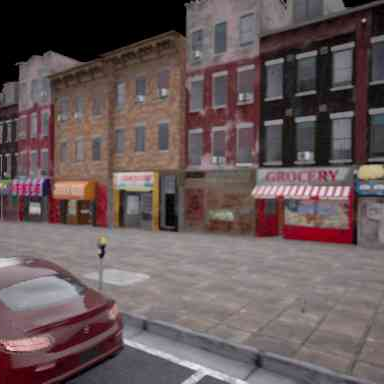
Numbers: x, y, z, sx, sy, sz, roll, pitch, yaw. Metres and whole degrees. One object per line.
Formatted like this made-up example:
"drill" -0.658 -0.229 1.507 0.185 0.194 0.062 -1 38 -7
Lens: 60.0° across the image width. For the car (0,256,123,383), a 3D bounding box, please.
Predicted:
"car" -2.795 1.611 4.784 4.206 1.307 1.802 0 1 36
